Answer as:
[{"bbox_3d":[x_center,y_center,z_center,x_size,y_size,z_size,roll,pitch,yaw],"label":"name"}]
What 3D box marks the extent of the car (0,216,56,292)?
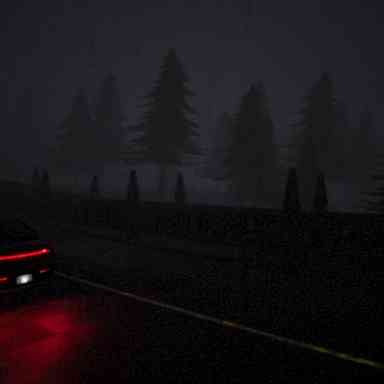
[{"bbox_3d":[-5.098,1.288,7.628,4.892,1.490,1.837,3,2,35],"label":"car"}]
